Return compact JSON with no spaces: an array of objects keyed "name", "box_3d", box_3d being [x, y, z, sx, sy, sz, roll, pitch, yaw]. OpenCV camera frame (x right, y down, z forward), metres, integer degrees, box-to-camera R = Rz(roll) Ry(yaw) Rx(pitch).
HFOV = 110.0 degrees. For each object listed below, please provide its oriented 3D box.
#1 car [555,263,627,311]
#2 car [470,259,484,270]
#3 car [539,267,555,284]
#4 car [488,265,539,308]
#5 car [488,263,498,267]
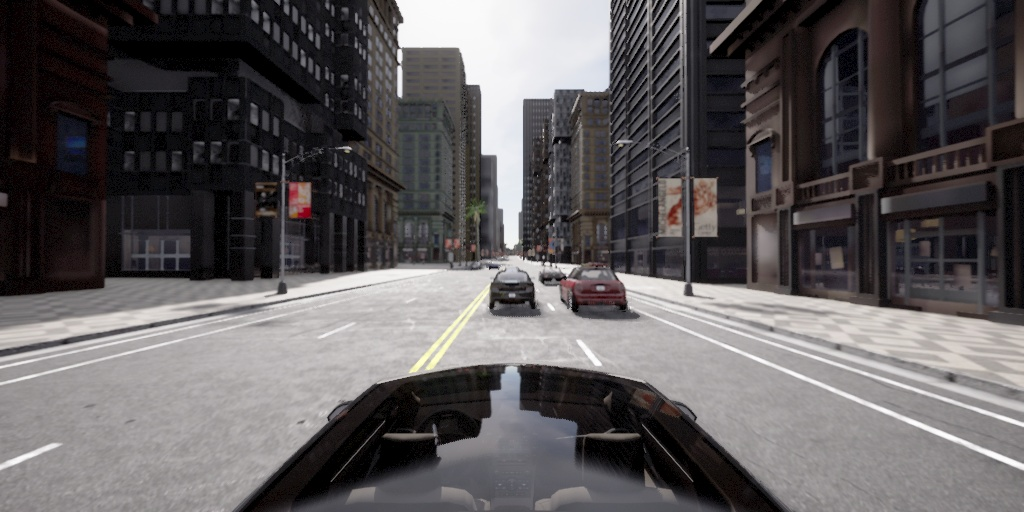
[{"name":"car","box_3d":[3.271,1.228,15.287,2.097,1.767,4.553,0,-1,0]},{"name":"car","box_3d":[-6.532,1.789,65.127,2.128,1.511,4.902,0,0,1]},{"name":"car","box_3d":[3.266,1.613,30.106,1.895,1.301,4.718,0,0,1]},{"name":"car","box_3d":[0.026,1.361,16.091,1.882,1.535,5.008,0,0,0]},{"name":"car","box_3d":[-3.278,1.893,65.175,1.895,1.301,4.718,0,0,1]}]
